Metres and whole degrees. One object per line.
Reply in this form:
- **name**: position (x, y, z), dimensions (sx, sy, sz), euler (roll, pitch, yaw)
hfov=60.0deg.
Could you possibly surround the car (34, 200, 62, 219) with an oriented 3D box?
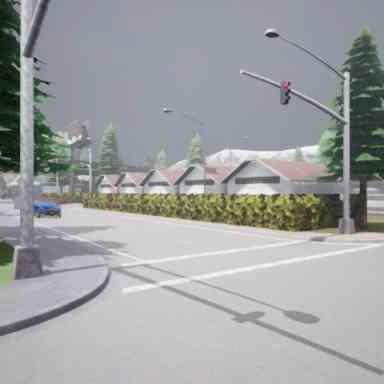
- **car**: position (-13.040, 1.431, 29.498), dimensions (1.882, 1.535, 5.008), euler (0, 0, -36)
